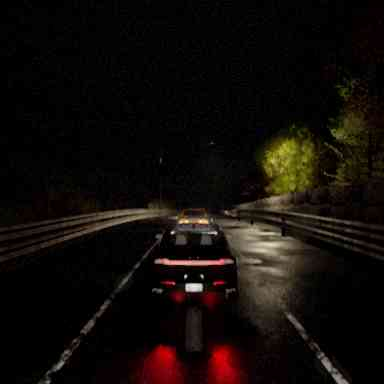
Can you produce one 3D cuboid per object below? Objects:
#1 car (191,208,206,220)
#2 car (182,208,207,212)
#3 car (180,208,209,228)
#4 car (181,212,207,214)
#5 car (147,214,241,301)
[{"bbox_3d":[0.988,3.022,45.181,1.882,1.535,5.008,0,-3,3],"label":"car"},{"bbox_3d":[0.120,1.755,20.348,1.882,1.535,5.008,0,-2,1],"label":"car"},{"bbox_3d":[0.220,2.021,26.894,2.128,1.511,4.902,0,-3,1],"label":"car"},{"bbox_3d":[0.075,1.720,14.498,1.895,1.301,4.718,0,-1,0],"label":"car"},{"bbox_3d":[0.048,1.513,8.349,2.128,1.511,4.902,0,-1,0],"label":"car"}]
